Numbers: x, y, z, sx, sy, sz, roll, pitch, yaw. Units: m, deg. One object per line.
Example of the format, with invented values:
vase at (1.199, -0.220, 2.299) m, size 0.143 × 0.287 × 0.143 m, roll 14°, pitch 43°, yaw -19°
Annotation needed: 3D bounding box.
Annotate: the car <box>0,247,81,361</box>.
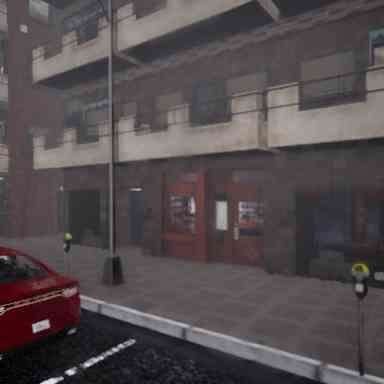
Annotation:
car at (-3.747, 1.598, 5.550) m, size 4.507 × 1.381 × 1.887 m, roll -1°, pitch -1°, yaw 36°
